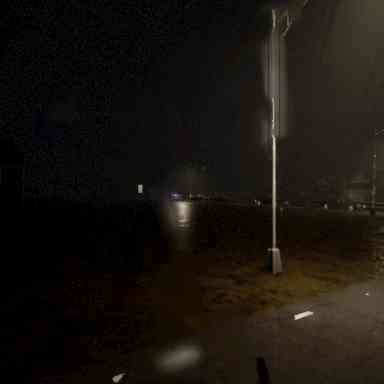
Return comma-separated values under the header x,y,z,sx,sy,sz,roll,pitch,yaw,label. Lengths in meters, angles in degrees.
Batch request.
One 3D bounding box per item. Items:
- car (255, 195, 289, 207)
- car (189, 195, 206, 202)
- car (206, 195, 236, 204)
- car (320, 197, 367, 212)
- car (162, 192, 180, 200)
x,y,z,sx,sy,sz,roll,pitch,yaw,label
10.590,1.176,44.255,1.837,1.490,4.892,2,0,-35,car
1.304,1.188,63.733,1.895,1.301,4.718,2,-1,-35,car
4.822,1.173,52.400,1.895,1.301,4.718,2,-1,-35,car
16.344,1.292,36.140,1.837,1.490,4.892,2,0,-35,car
-4.619,0.876,71.927,2.097,1.767,4.553,2,-1,-35,car
